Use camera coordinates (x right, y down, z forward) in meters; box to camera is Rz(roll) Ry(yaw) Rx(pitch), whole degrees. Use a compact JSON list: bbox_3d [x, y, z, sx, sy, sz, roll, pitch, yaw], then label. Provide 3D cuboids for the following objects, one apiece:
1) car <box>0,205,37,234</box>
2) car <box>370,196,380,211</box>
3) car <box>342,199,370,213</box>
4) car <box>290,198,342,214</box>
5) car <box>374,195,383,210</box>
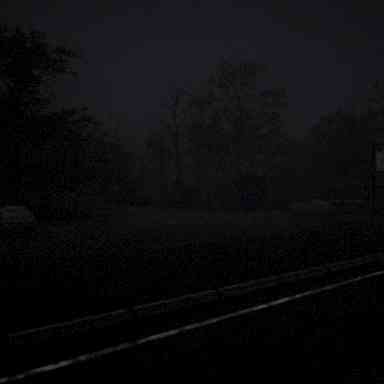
[{"bbox_3d":[-10.259,1.497,19.213,2.002,1.452,4.674,0,0,-35],"label":"car"},{"bbox_3d":[19.740,1.596,40.596,2.002,1.452,4.674,1,0,-35],"label":"car"},{"bbox_3d":[17.470,1.536,38.981,2.097,1.535,5.008,0,0,-35],"label":"car"},{"bbox_3d":[12.941,1.507,35.740,2.097,1.535,5.008,0,0,-35],"label":"car"},{"bbox_3d":[24.294,1.480,43.804,2.185,1.767,4.553,1,0,-36],"label":"car"}]
